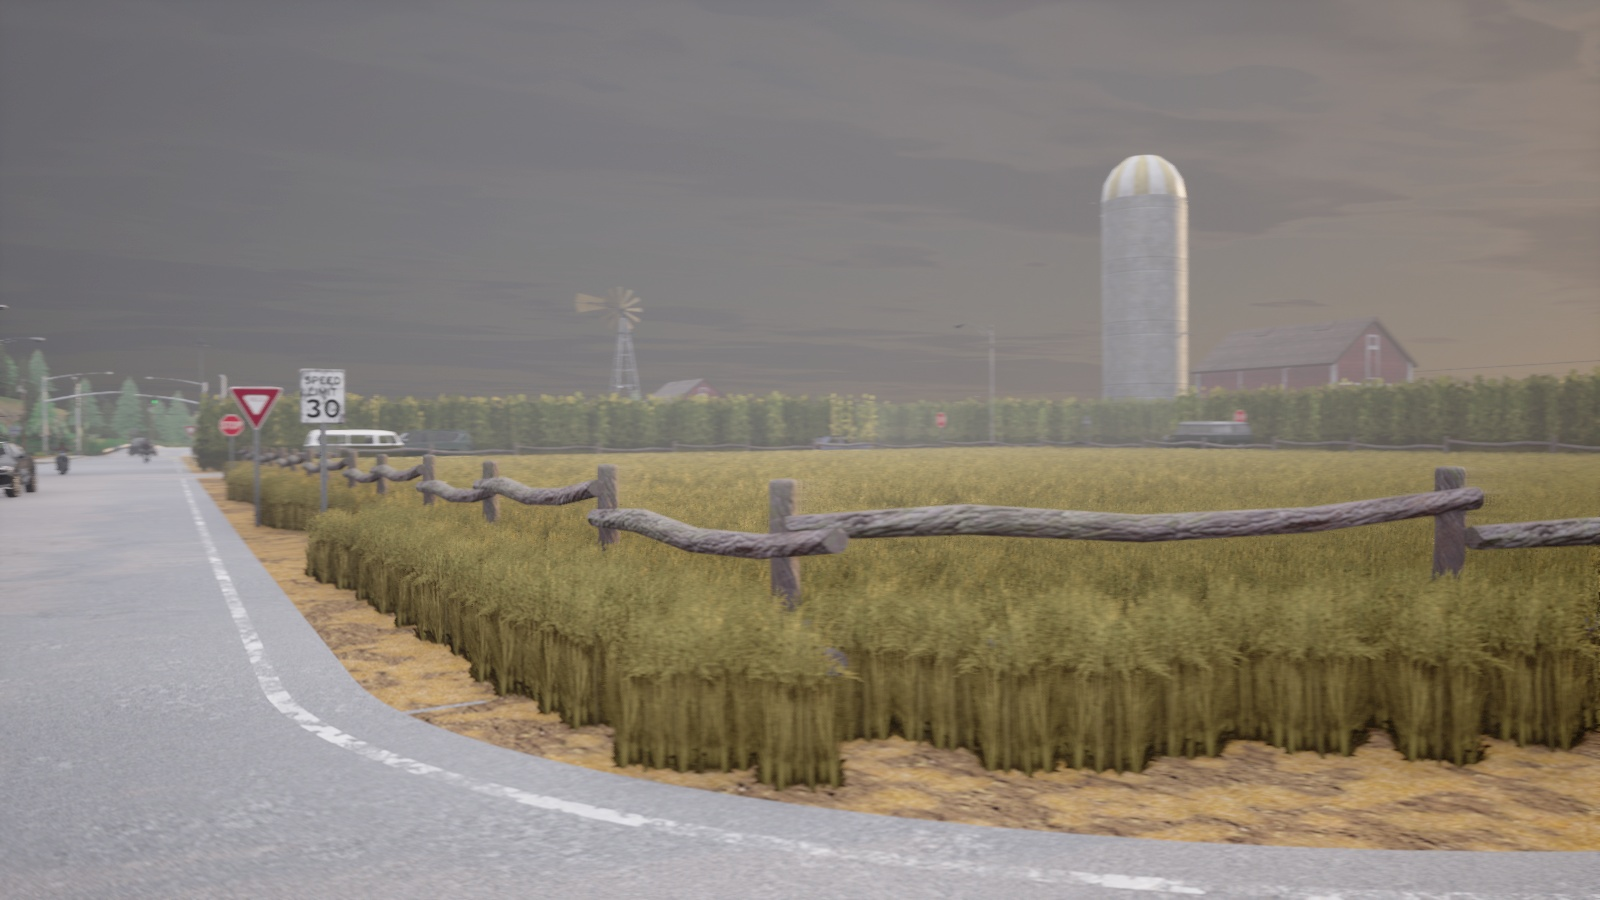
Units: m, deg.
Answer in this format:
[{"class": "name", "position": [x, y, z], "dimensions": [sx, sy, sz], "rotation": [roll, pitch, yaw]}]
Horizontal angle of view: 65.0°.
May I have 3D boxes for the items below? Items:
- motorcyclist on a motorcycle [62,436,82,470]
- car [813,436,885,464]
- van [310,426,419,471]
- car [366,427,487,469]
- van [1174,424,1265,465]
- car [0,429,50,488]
[{"class": "motorcyclist on a motorcycle", "position": [-35.255, 0.132, 60.817], "dimensions": [0.766, 1.649, 2.350], "rotation": [0, 1, -32]}, {"class": "car", "position": [2.747, -0.020, 70.445], "dimensions": [3.633, 1.501, 1.845], "rotation": [-1, 1, -26]}, {"class": "van", "position": [-20.417, -0.086, 58.924], "dimensions": [4.480, 2.038, 2.069], "rotation": [0, 0, -31]}, {"class": "car", "position": [-18.815, -0.141, 63.285], "dimensions": [5.566, 2.045, 2.150], "rotation": [0, 1, -26]}, {"class": "van", "position": [21.498, -0.322, 64.536], "dimensions": [1.775, 1.987, 4.442], "rotation": [0, 1, -26]}, {"class": "car", "position": [-23.968, 0.213, 37.430], "dimensions": [2.152, 1.651, 5.027], "rotation": [0, 1, -23]}]
